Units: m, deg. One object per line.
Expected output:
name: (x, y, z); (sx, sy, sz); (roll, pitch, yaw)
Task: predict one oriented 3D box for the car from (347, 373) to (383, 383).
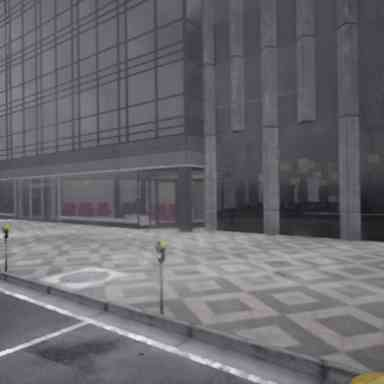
car: (2.802, 1.492, 1.076); (4.829, 1.417, 1.752); (-1, 0, 36)
